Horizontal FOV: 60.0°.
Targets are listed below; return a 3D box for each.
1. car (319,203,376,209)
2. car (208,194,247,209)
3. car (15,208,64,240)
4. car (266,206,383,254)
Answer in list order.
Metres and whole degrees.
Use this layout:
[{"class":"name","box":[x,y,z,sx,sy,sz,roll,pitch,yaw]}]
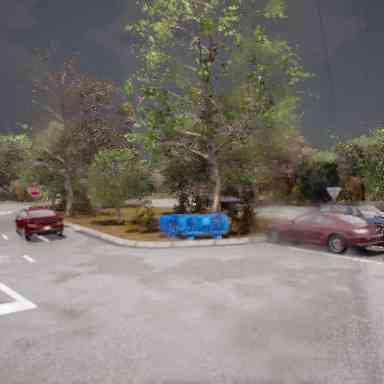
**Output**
[{"class":"car","box":[7.693,1.319,15.316,2.185,1.767,4.553,0,0,-35]},{"class":"car","box":[4.030,1.237,35.350,2.128,1.511,4.902,-3,3,-35]},{"class":"car","box":[-8.720,1.645,18.840,1.882,1.535,5.008,-3,2,-35]},{"class":"car","box":[5.137,1.486,13.439,2.002,1.452,4.674,0,0,-35]}]
